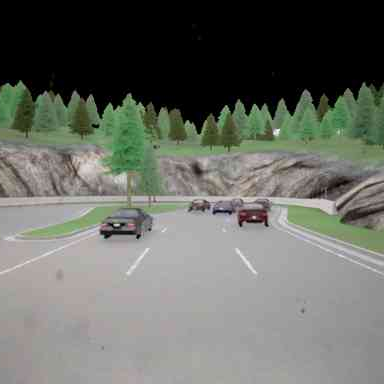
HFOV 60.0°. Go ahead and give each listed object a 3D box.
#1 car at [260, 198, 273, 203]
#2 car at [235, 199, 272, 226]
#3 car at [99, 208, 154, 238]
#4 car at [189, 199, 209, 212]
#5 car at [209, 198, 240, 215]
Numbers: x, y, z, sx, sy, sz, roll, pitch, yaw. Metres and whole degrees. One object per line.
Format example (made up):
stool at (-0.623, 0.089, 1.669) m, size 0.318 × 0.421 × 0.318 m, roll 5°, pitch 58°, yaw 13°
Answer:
car at (8.242, 1.504, 38.645) m, size 1.837 × 1.490 × 4.892 m, roll 0°, pitch 0°, yaw 16°
car at (4.174, 1.478, 23.176) m, size 1.882 × 1.535 × 5.008 m, roll 0°, pitch -1°, yaw 7°
car at (-3.274, 1.547, 17.514) m, size 2.033 × 1.411 × 5.357 m, roll 0°, pitch 0°, yaw 2°
car at (0.941, 1.526, 38.513) m, size 1.812 × 1.442 × 4.674 m, roll 0°, pitch 0°, yaw 16°
car at (3.400, 1.564, 34.299) m, size 1.994 × 1.385 × 4.181 m, roll 0°, pitch 0°, yaw 15°
